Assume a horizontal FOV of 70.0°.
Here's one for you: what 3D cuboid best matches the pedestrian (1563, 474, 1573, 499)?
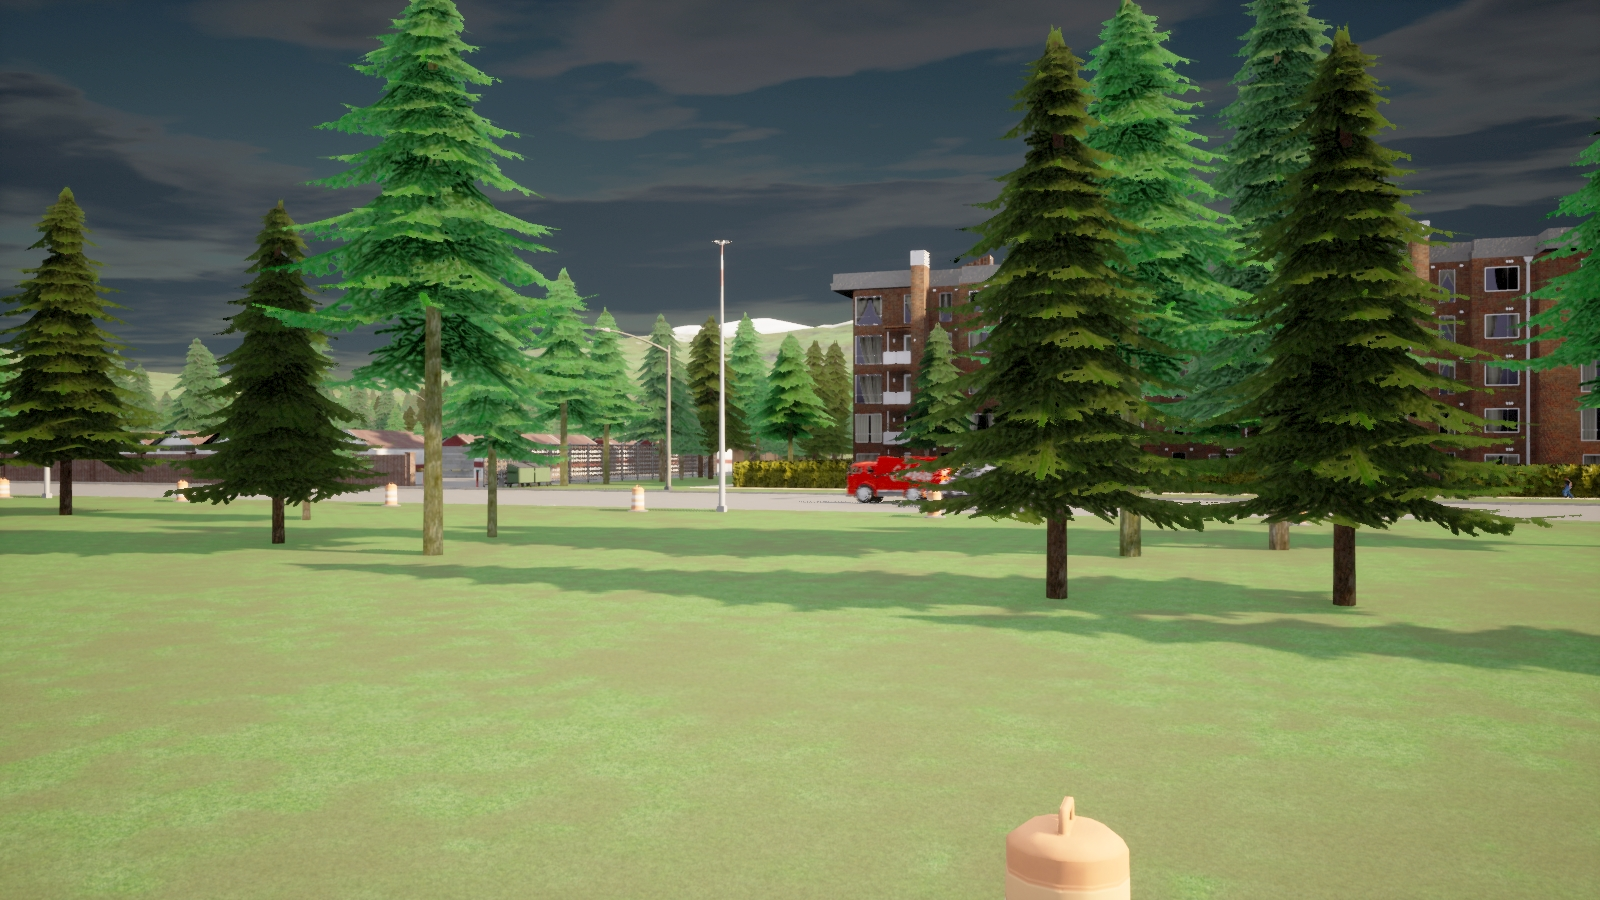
[{"bbox_3d":[41.532,1.976,61.789,0.375,1.300,0.375,0,0,19],"label":"pedestrian"}]

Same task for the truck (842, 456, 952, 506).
[{"bbox_3d":[5.064,1.571,59.474,5.204,2.467,2.627,0,0,20],"label":"truck"}]
